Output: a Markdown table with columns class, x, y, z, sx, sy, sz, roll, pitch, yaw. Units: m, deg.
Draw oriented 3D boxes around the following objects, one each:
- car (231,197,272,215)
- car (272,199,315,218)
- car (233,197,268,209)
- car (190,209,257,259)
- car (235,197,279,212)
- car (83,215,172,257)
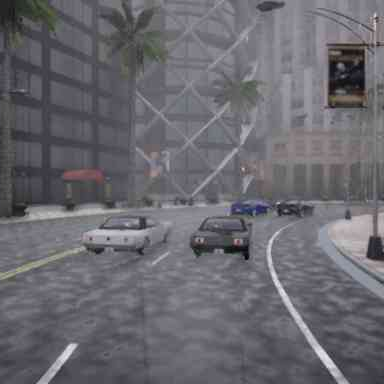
| class | x | y | z | sx | sy | sz | roll | pitch | yaw |
| --- | --- | --- | --- | --- | --- | --- | --- | --- | --- |
| car | 5.191 | 1.310 | 29.044 | 1.882 | 1.535 | 5.008 | 0 | 0 | 35 |
| car | 8.873 | 1.315 | 28.132 | 1.882 | 1.535 | 5.008 | 0 | 0 | 37 |
| car | 7.342 | 1.325 | 41.409 | 4.181 | 1.385 | 1.994 | 0 | 0 | -37 |
| car | 1.304 | 1.528 | 12.433 | 1.895 | 1.301 | 4.718 | 0 | 0 | 12 |
| car | 7.305 | 1.333 | 37.077 | 5.357 | 1.411 | 2.033 | 0 | 0 | -43 |
| car | -2.185 | 1.526 | 12.797 | 1.895 | 1.301 | 4.718 | 0 | 0 | 12 |
